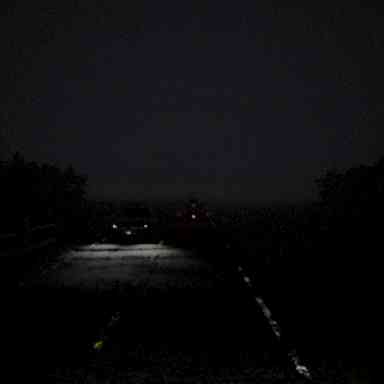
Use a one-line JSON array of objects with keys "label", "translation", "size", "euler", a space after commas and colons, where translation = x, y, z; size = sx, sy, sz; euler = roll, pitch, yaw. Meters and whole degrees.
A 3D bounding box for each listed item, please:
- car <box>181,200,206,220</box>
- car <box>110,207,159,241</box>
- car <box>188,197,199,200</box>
[{"label": "car", "translation": [0.135, 1.545, 27.040], "size": [1.895, 1.301, 4.718], "euler": [0, 0, 1]}, {"label": "car", "translation": [-2.723, 1.492, 16.718], "size": [1.812, 1.442, 4.674], "euler": [0, 0, 1]}, {"label": "car", "translation": [0.186, 1.424, 42.676], "size": [1.812, 1.442, 4.674], "euler": [0, 0, 1]}]
